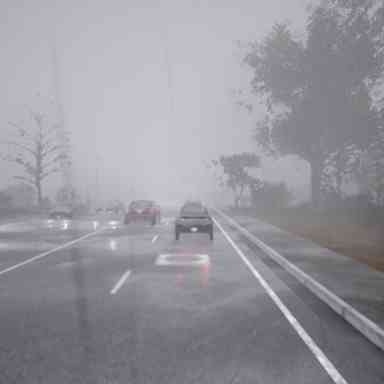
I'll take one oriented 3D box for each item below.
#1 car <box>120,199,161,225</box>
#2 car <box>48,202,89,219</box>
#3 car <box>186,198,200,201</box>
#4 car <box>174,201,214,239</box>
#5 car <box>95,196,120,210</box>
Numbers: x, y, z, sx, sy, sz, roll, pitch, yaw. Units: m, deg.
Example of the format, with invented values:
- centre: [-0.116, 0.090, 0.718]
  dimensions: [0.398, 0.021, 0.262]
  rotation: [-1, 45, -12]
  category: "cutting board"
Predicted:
- centre: [-3.407, 1.289, 23.705]
  dimensions: [2.097, 1.767, 4.553]
  rotation: [0, 0, 0]
  category: "car"
- centre: [-10.508, 1.539, 28.845]
  dimensions: [2.033, 1.411, 5.357]
  rotation: [0, 0, 0]
  category: "car"
- centre: [0.090, 1.384, 35.400]
  dimensions: [1.882, 1.535, 5.008]
  rotation: [0, 0, 0]
  category: "car"
- centre: [0.095, 1.446, 17.128]
  dimensions: [2.128, 1.511, 4.902]
  rotation: [0, 0, 0]
  category: "car"
- centre: [-7.008, 1.102, 28.859]
  dimensions: [1.812, 1.442, 4.674]
  rotation: [0, 0, 0]
  category: "car"
